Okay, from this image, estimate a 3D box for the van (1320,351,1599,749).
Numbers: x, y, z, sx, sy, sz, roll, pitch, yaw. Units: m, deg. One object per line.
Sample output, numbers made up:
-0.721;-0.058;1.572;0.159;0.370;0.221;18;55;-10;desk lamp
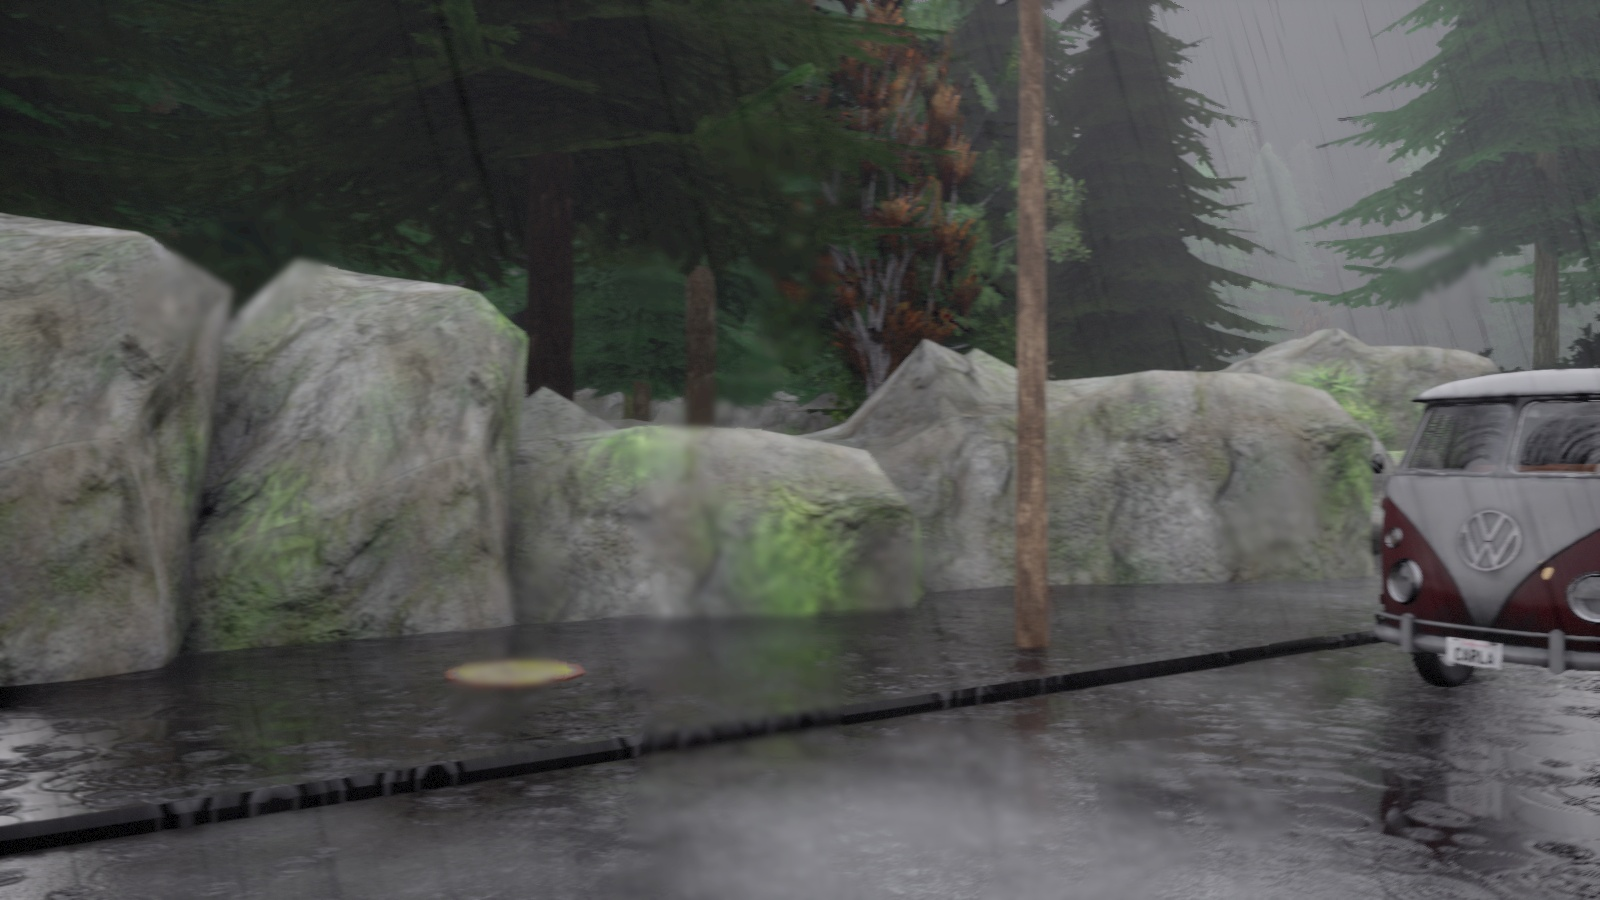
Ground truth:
5.450;0.494;8.063;4.442;1.987;1.775;0;0;-35;van
